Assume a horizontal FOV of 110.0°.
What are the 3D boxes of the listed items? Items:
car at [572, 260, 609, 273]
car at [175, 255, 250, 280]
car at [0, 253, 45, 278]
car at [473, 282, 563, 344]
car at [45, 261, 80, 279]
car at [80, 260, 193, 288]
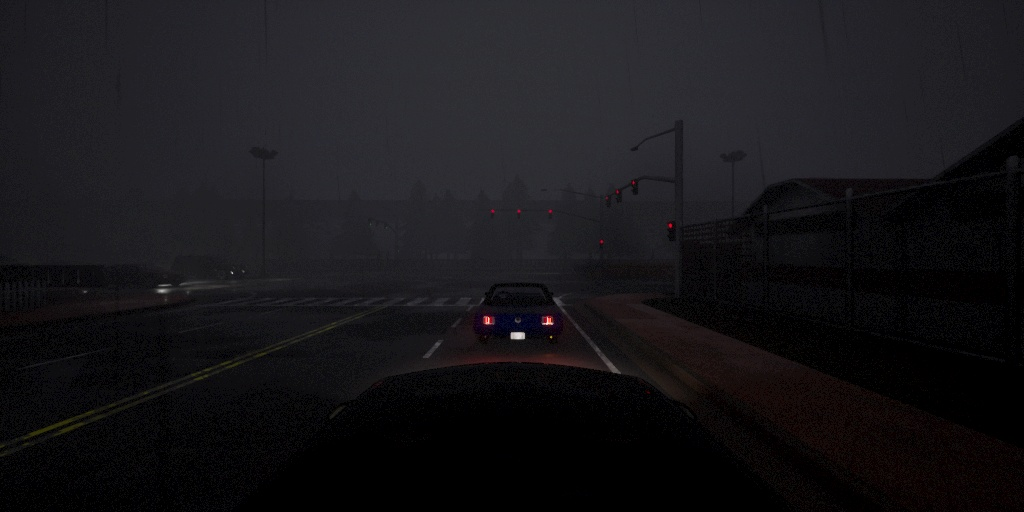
[{"bbox_3d":[9.478,1.241,41.491,4.902,1.511,2.128,0,0,-1],"label":"car"},{"bbox_3d":[-25.400,0.965,30.188,5.566,2.045,2.150,0,0,-1],"label":"car"},{"bbox_3d":[-38.954,0.752,26.461,5.566,2.045,2.150,2,0,-2],"label":"car"},{"bbox_3d":[0.189,1.351,9.579,1.895,1.301,4.718,0,0,2],"label":"car"},{"bbox_3d":[-36.893,1.136,30.002,4.674,1.442,1.812,2,0,-1],"label":"car"},{"bbox_3d":[-24.161,1.225,23.207,5.008,1.535,1.882,0,0,-1],"label":"car"}]
